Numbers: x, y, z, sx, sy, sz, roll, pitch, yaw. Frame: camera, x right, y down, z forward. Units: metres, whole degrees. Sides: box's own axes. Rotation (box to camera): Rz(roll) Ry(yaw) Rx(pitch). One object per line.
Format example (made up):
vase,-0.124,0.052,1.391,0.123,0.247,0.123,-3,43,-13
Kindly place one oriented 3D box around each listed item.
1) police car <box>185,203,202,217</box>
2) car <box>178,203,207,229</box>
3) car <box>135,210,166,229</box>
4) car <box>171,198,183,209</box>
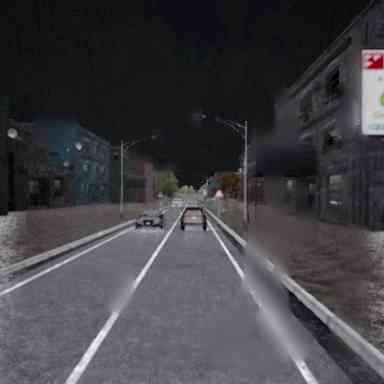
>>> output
police car,0.145,2.272,42.954,2.038,1.542,4.974,0,-1,0
car,0.130,1.936,25.946,2.033,1.649,4.856,0,-1,0
car,-3.068,2.035,25.333,1.994,1.385,4.181,0,-1,0
car,-2.933,2.310,66.272,2.150,2.045,5.566,0,0,0
